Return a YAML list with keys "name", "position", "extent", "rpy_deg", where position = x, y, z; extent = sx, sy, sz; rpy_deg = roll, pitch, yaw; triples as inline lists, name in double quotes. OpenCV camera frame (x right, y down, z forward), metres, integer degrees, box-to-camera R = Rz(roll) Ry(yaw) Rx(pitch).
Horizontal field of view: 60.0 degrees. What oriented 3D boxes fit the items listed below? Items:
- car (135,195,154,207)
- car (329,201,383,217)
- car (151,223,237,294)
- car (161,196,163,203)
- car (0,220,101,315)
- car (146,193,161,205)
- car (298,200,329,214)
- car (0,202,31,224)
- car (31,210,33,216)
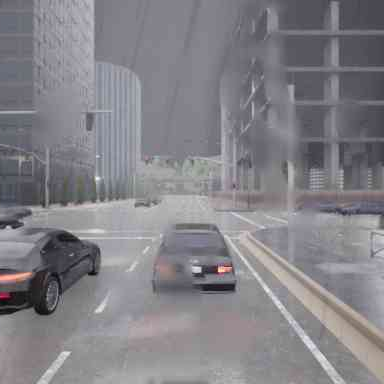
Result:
- name: "car"
  position: [-7.206, 1.564, 49.195]
  extent: [1.994, 1.385, 4.181]
  rpy_deg: [0, 0, 0]
- name: "car"
  position: [15.837, 1.492, 30.250]
  extent: [5.357, 1.411, 2.033]
  rpy_deg: [0, 0, 0]
- name: "car"
  position: [0.051, 1.547, 8.937]
  extent: [2.033, 1.411, 5.357]
  rpy_deg: [0, 0, 0]
- name: "car"
  position: [-7.161, 1.352, 68.336]
  extent: [2.097, 1.767, 4.553]
  rpy_deg: [0, 0, 0]
- name: "car"
  position: [-3.456, 1.526, 7.419]
  extent: [1.812, 1.442, 4.674]
  rpy_deg: [0, 0, 0]
- name: "car"
  position: [-7.207, 1.221, 58.513]
  extent: [2.150, 2.045, 5.566]
  rpy_deg: [0, 0, 0]
- name: "car"
  position: [12.969, 1.508, 33.733]
  extent: [4.181, 1.385, 1.994]
  rpy_deg: [0, 0, 0]
- name: "car"
  position: [-11.926, 1.526, 19.603]
  extent: [5.357, 1.411, 2.033]
  rpy_deg: [0, 0, 39]
- name: "car"
  position: [-15.710, 1.506, 26.465]
  extent: [5.357, 1.411, 2.033]
  rpy_deg: [0, 0, -6]
